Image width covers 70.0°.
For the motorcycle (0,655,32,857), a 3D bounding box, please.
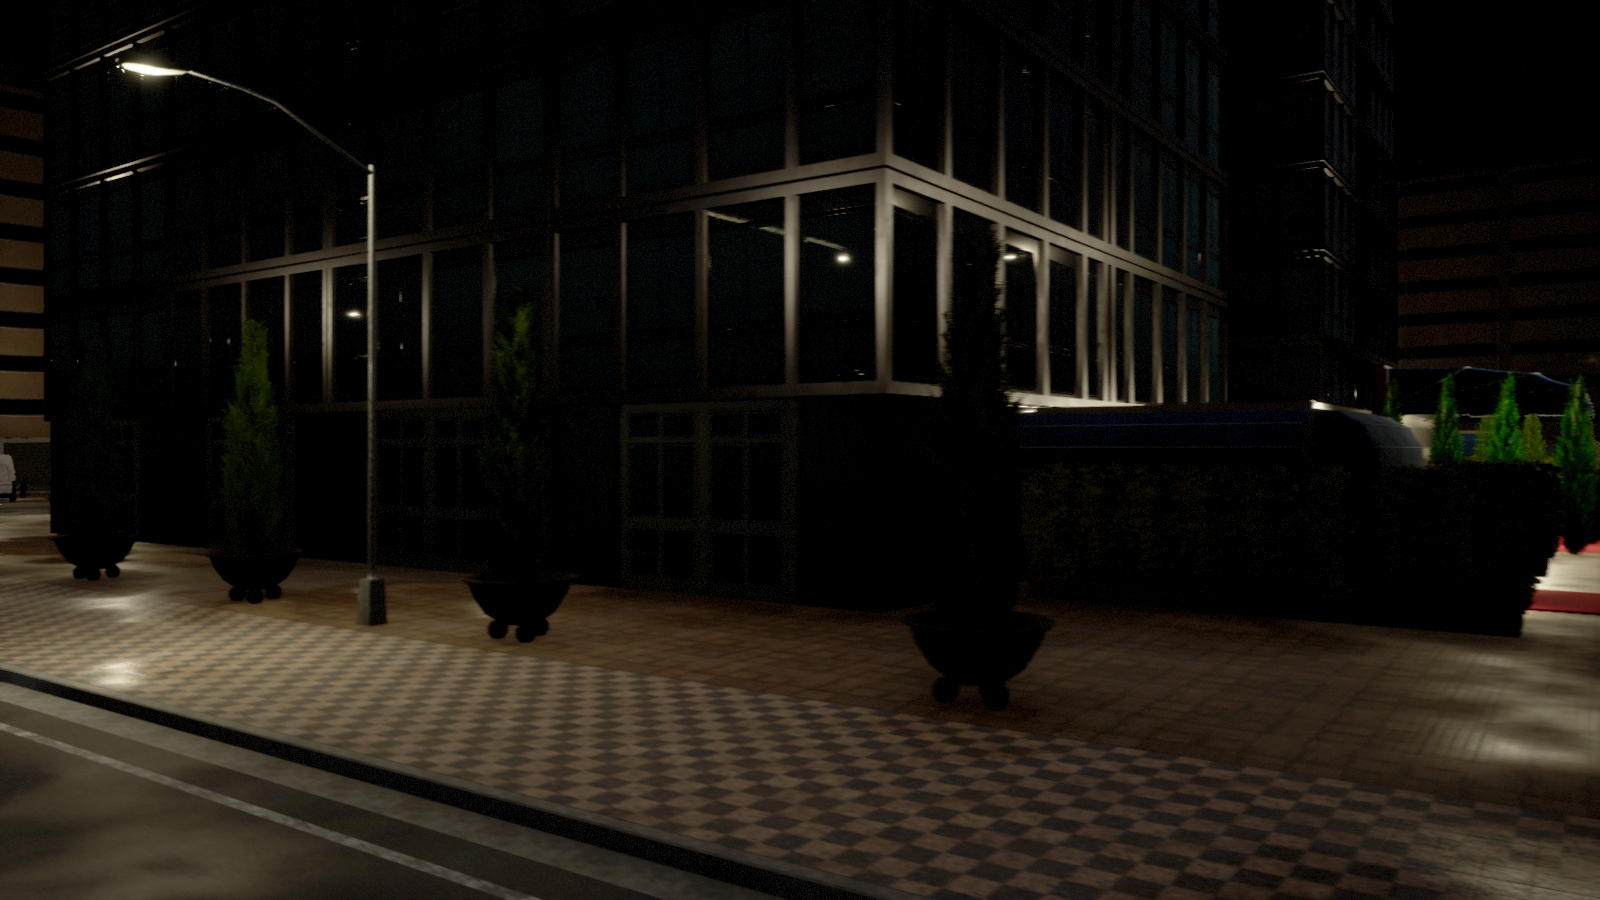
[{"bbox_3d":[-6.584,2.154,8.394,2.356,1.307,0.764,0,0,35],"label":"motorcycle"}]
